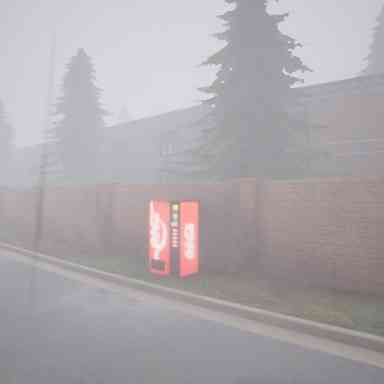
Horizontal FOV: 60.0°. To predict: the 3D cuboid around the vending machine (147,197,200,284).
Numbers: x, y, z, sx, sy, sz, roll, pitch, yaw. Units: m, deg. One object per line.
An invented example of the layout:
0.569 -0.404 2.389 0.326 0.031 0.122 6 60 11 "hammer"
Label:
-0.480 1.197 8.790 0.880 2.100 1.100 0 0 39 "vending machine"
